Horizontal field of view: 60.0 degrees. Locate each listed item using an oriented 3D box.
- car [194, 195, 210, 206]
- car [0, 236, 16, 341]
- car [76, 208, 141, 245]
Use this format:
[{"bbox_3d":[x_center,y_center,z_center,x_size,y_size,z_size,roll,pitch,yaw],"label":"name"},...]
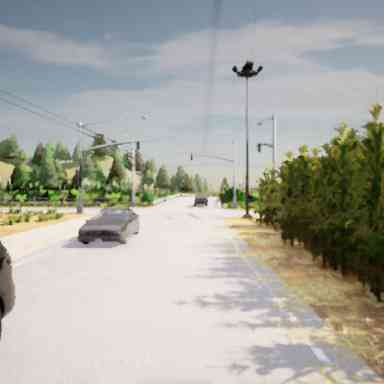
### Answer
[{"bbox_3d":[1.332,1.121,45.924,1.837,1.490,4.892,0,2,5],"label":"car"},{"bbox_3d":[-3.597,1.205,2.513,2.150,2.045,5.566,0,0,0],"label":"car"},{"bbox_3d":[-3.565,1.445,15.360,2.033,1.411,5.357,0,0,0],"label":"car"}]
